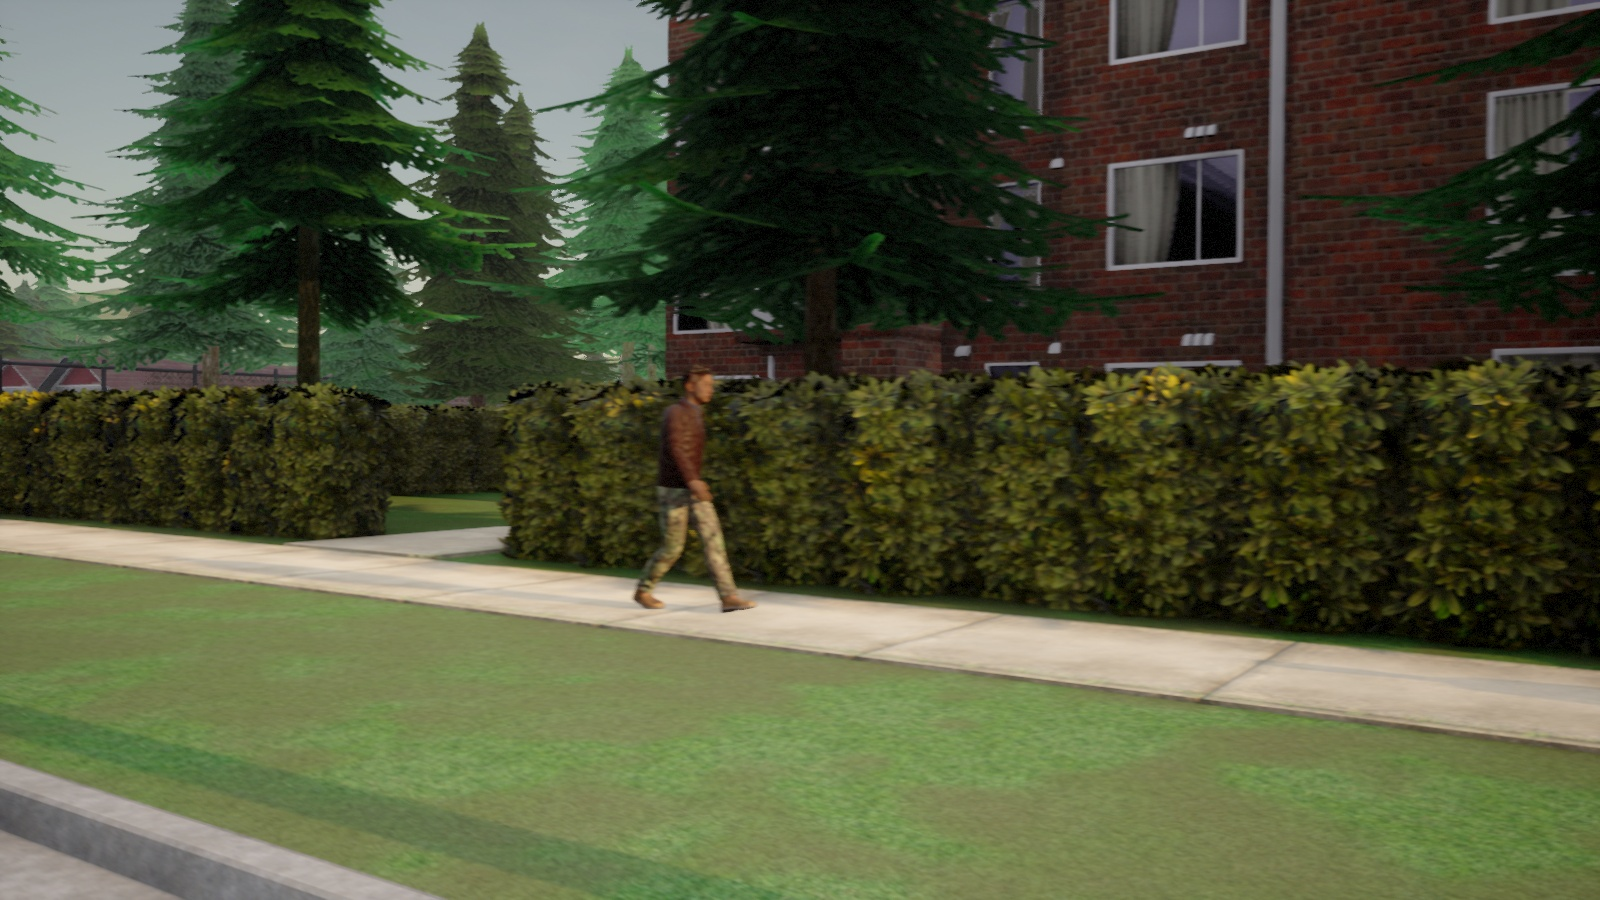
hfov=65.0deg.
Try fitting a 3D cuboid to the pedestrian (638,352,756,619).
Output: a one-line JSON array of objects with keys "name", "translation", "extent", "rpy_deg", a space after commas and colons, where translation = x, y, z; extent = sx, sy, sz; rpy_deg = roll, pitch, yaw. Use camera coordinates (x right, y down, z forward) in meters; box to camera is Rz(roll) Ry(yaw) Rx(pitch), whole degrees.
[{"name": "pedestrian", "translation": [-0.733, 0.244, 8.985], "extent": [0.703, 1.840, 0.431], "rpy_deg": [0, 1, 25]}]
